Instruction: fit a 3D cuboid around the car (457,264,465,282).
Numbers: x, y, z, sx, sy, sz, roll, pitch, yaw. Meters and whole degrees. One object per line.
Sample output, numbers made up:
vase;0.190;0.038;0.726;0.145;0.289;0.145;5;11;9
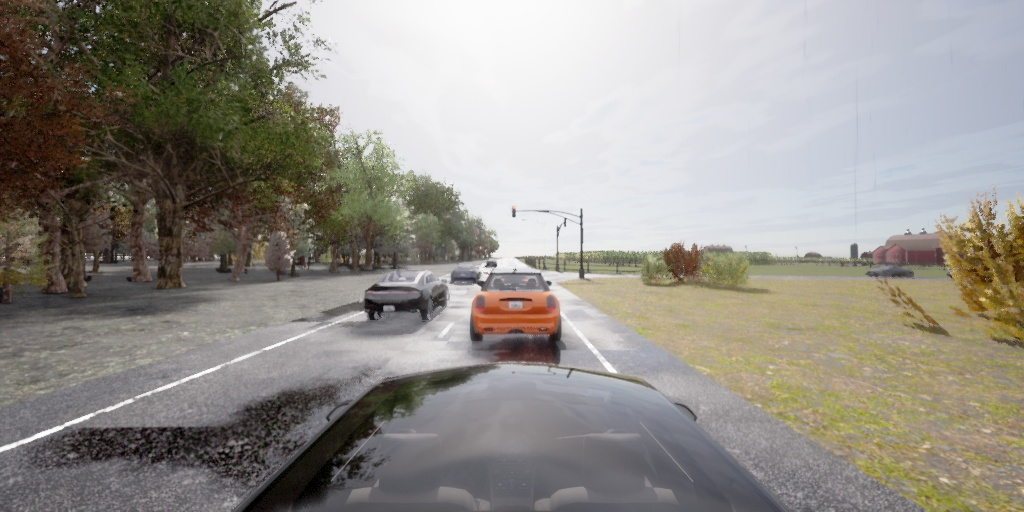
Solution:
car;-3.470;1.306;27.471;1.994;1.385;4.181;0;0;0

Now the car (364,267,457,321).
car;-3.427;1.238;12.400;2.128;1.511;4.902;0;0;0

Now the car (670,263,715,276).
car;20.855;1.520;41.347;4.892;1.490;1.837;1;-1;0

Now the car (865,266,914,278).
car;43.417;1.826;41.286;4.181;1.385;1.994;1;-1;0

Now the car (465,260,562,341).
car;0.079;1.100;9.993;2.097;1.767;4.553;0;0;0

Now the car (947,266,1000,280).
car;48.883;1.754;37.669;4.902;1.511;2.128;1;-1;1
